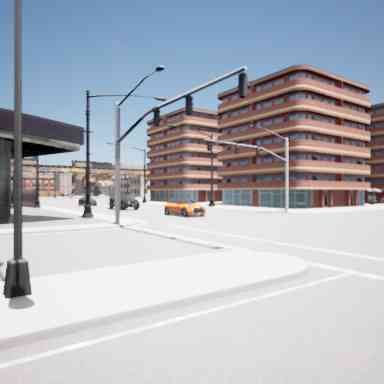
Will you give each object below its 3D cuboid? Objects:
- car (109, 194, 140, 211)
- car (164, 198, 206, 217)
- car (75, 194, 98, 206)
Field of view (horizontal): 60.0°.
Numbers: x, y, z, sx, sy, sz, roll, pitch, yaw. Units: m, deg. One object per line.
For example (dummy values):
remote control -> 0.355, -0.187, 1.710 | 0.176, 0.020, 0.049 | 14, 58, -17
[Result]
car -> -8.643, 1.225, 41.986 | 2.150, 2.045, 5.566 | 0, 0, -37
car -> -0.712, 1.355, 31.253 | 2.097, 1.767, 4.553 | 0, 0, -36
car -> -16.559, 1.502, 52.705 | 1.837, 1.490, 4.892 | 0, 2, -36
